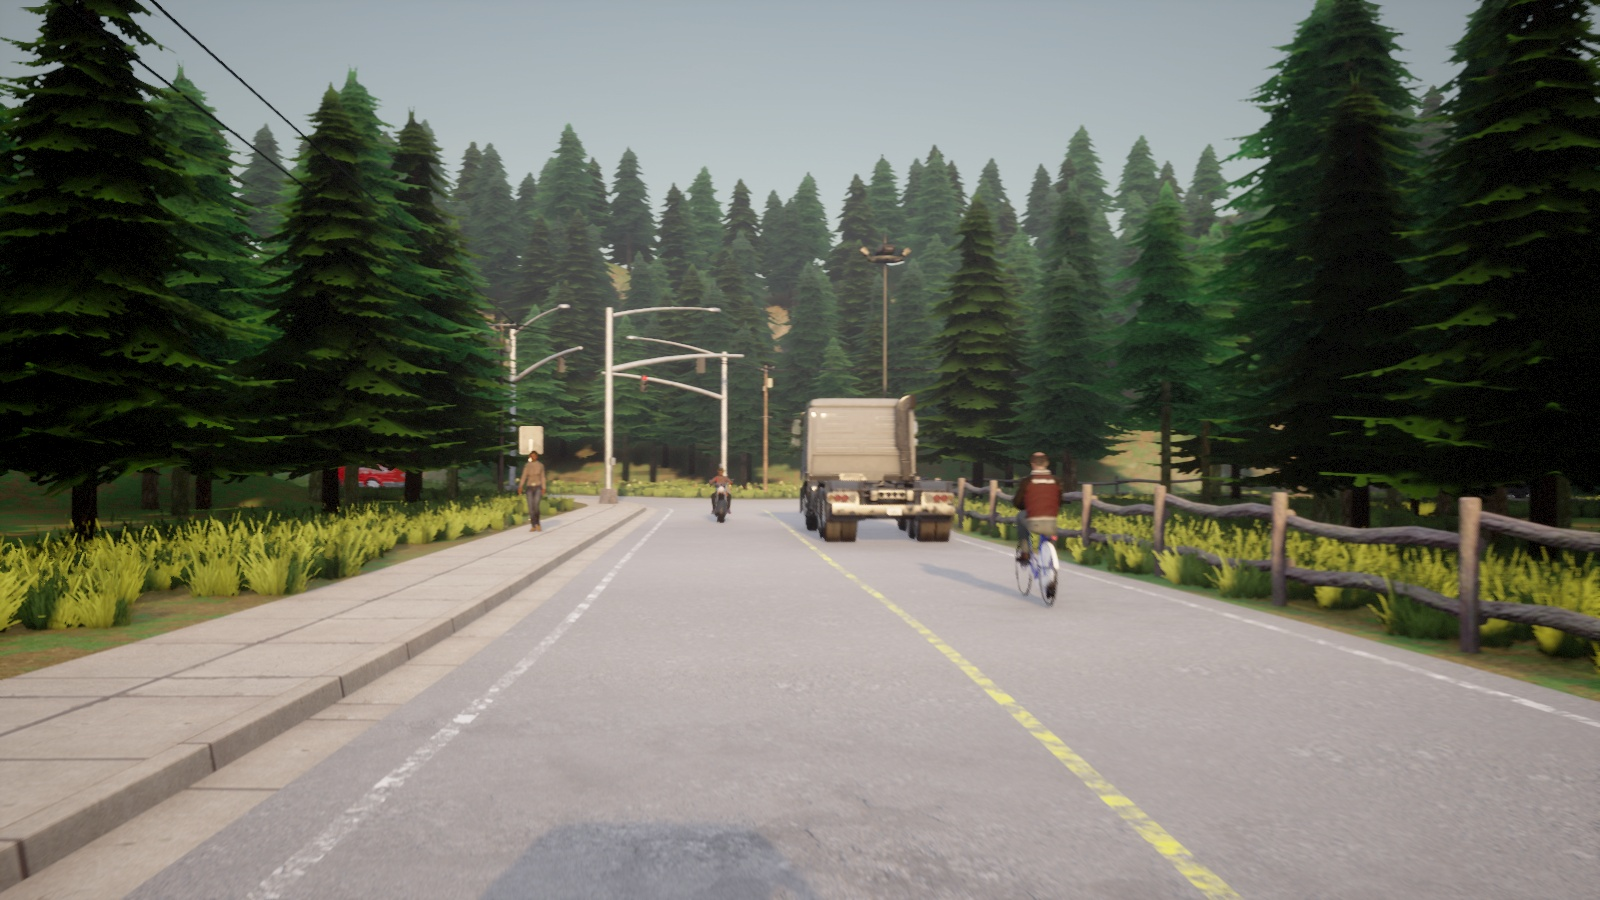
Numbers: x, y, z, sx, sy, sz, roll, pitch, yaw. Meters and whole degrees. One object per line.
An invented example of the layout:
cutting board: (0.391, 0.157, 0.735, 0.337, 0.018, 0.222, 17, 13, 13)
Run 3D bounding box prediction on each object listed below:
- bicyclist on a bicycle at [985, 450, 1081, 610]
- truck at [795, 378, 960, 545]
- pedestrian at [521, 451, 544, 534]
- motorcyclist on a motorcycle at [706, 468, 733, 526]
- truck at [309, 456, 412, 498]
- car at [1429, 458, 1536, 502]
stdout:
bicyclist on a bicycle: (2.729, 0.896, 14.881, 0.659, 1.776, 1.843, 0, -1, -4)
truck: (1.610, 0.287, 30.079, 2.891, 3.462, 7.936, 0, -1, -4)
pedestrian: (-5.940, 0.937, 27.904, 0.328, 1.805, 0.869, 0, -1, 1)
motorcyclist on a motorcycle: (-2.387, 1.345, 36.988, 0.766, 1.649, 2.350, 0, -1, -4)
truck: (-26.369, 1.614, 75.370, 5.204, 2.467, 2.627, 0, -1, 10)
car: (30.510, 1.338, 56.173, 3.866, 1.878, 1.905, -1, -1, 41)
